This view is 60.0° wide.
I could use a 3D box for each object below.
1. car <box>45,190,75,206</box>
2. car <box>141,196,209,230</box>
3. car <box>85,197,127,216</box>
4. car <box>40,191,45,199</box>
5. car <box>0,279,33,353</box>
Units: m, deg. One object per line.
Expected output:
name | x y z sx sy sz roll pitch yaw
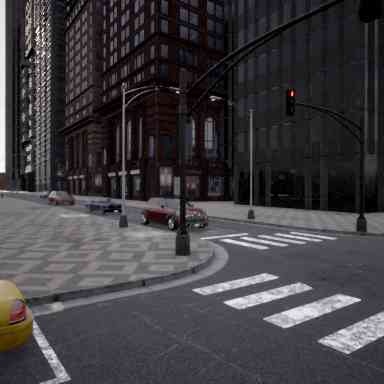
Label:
car | -15.053 0.641 38.281 2.097 1.767 4.553 0 1 -35
car | -1.055 1.073 18.841 2.097 1.767 4.553 0 1 -36
car | -7.079 1.130 27.195 1.895 1.301 4.718 0 1 -36
car | -24.719 0.467 57.124 1.812 1.442 4.674 0 1 -35
car | -4.393 1.525 3.515 4.829 1.417 1.752 0 0 -35
